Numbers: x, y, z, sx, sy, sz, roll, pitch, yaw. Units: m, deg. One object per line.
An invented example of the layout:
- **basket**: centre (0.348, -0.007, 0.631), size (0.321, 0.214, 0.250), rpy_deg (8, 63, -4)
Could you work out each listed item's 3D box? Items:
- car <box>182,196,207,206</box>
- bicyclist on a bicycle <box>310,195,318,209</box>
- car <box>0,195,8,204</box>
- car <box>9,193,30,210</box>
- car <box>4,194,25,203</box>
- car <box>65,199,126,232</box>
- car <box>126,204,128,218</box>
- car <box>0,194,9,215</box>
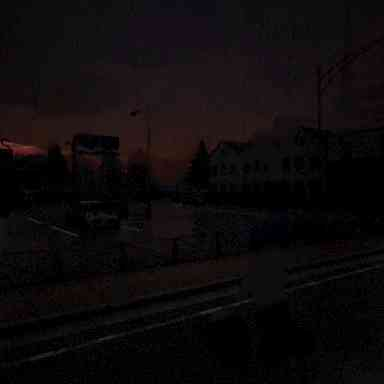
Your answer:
- **car**: centre (0.370, 1.339, 48.808), size (1.812, 1.442, 4.674), rpy_deg (0, 0, -36)
- **bicyclist on a bicycle**: centre (13.588, 1.113, 36.788), size (1.656, 1.620, 0.582), rpy_deg (0, 0, -35)
- **car**: centre (-39.279, 1.493, 66.051), size (4.611, 1.667, 2.242), rpy_deg (0, 0, -36)
- **car**: centre (-19.908, 1.090, 38.103), size (1.905, 1.878, 3.866), rpy_deg (0, 0, -36)
- **car**: centre (-39.054, 1.324, 73.179), size (3.866, 1.878, 1.905), rpy_deg (0, 0, -36)
- **car**: centre (-5.386, 1.245, 17.841), size (1.970, 1.475, 3.806), rpy_deg (0, 0, -36)
- **car**: centre (-6.518, 1.310, 25.704), size (2.007, 1.523, 4.514), rpy_deg (0, 0, -36)
- **car**: centre (-17.993, 1.112, 29.794), size (1.932, 1.855, 4.605), rpy_deg (0, 0, -36)
